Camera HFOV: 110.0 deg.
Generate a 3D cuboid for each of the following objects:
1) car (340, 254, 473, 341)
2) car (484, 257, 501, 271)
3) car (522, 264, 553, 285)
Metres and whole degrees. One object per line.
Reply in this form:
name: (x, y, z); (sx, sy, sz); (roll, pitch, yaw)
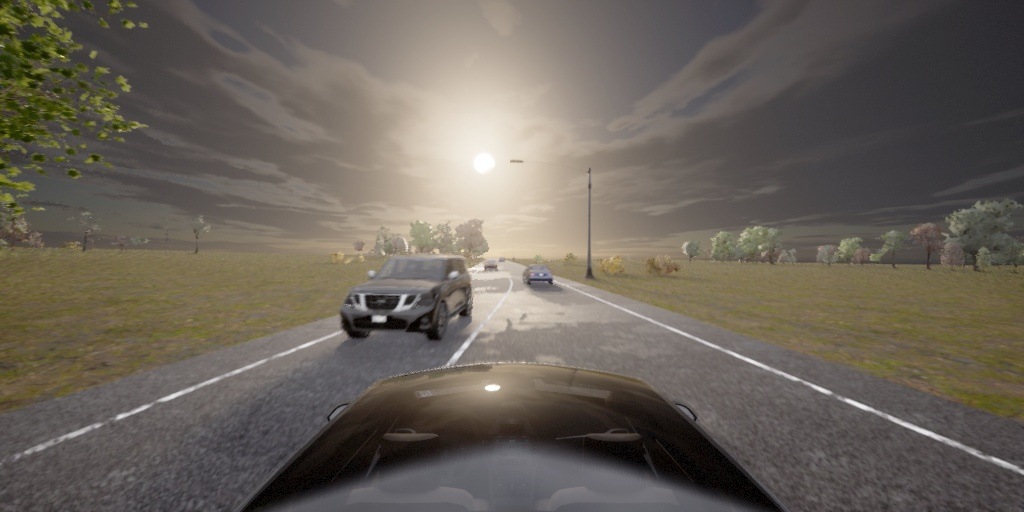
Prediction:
car: (-2.542, 0.954, 10.184); (2.150, 2.045, 5.566); (0, 0, 4)
car: (-2.955, 1.227, 50.708); (1.882, 1.535, 5.008); (0, 0, -3)
car: (1.834, 1.320, 26.572); (2.033, 1.411, 5.357); (0, 0, -3)
